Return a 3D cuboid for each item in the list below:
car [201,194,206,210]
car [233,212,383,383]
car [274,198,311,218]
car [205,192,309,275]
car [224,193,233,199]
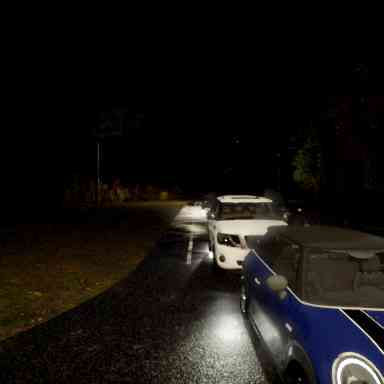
[{"bbox_3d":[2.083,1.302,38.790,1.837,1.490,4.892,0,0,1],"label":"car"},{"bbox_3d":[1.934,1.338,4.198,2.097,1.767,4.553,0,0,-1],"label":"car"},{"bbox_3d":[8.938,1.322,29.912,1.882,1.535,5.008,0,0,1],"label":"car"},{"bbox_3d":[1.666,1.160,10.542,2.150,2.045,5.566,0,0,1],"label":"car"},{"bbox_3d":[9.824,1.061,89.489,2.033,1.411,5.357,0,0,1],"label":"car"}]
